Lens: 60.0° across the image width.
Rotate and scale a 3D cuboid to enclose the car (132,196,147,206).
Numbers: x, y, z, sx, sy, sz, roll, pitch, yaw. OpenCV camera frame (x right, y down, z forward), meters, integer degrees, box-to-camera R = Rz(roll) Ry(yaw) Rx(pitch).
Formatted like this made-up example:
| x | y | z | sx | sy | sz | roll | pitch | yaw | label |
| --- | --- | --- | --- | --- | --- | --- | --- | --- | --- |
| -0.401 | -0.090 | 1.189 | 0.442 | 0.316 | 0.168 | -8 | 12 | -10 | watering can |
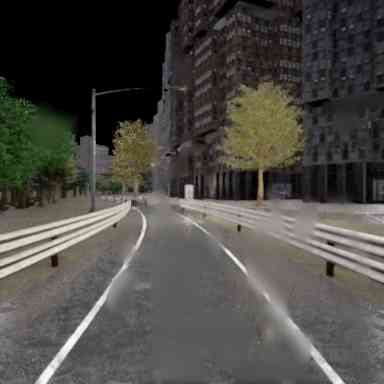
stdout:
| x | y | z | sx | sy | sz | roll | pitch | yaw | label |
| --- | --- | --- | --- | --- | --- | --- | --- | --- | --- |
| -8.457 | 1.455 | 53.417 | 2.128 | 1.511 | 4.902 | 0 | 0 | -20 | car |
